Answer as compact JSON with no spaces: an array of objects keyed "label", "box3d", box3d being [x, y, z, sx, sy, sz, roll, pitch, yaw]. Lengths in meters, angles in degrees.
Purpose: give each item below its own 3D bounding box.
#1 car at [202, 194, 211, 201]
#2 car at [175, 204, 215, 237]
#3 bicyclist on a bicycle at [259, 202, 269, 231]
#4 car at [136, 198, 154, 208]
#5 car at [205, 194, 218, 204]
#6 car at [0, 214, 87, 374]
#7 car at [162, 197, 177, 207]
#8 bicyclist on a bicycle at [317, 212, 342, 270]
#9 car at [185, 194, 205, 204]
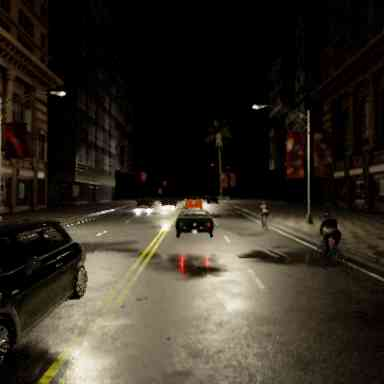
[{"label":"car","box3d":[3.467,1.223,78.571,1.882,1.535,5.008,0,0,0]},{"label":"car","box3d":[0.146,1.571,17.921,1.895,1.301,4.718,0,0,0]},{"label":"bicyclist on a bicycle","box3d":[4.196,1.424,19.314,0.582,1.620,1.656,0,0,0]},{"label":"car","box3d":[-6.459,1.447,46.115,1.895,1.301,4.718,0,0,0]},{"label":"car","box3d":[3.507,1.312,57.924,1.837,1.490,4.892,0,1,0]},{"label":"car","box3d":[-3.339,1.342,5.351,2.097,1.767,4.553,0,0,0]},{"label":"car","box3d":[-3.198,1.406,47.793,1.994,1.385,4.181,0,0,0]},{"label":"bicyclist on a bicycle","box3d":[4.169,1.445,10.095,0.582,1.620,1.656,0,0,0]},{"label":"car","box3d":[0.209,1.235,40.249,2.097,1.767,4.553,0,0,0]}]
